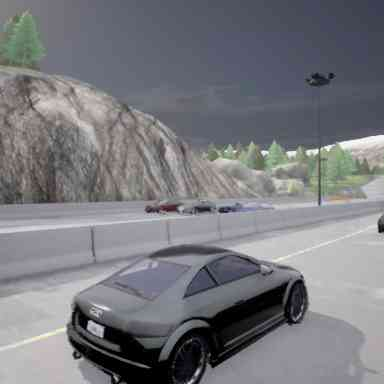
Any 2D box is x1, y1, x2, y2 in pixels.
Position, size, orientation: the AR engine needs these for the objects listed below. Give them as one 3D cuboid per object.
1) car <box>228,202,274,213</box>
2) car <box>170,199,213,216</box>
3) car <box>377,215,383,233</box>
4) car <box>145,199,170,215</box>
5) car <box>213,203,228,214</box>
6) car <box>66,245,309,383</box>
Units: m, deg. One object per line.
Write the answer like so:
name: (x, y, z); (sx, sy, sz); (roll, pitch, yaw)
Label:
car: (5.207, 1.528, 27.428); (1.812, 1.442, 4.674); (0, 0, 40)
car: (0.527, 1.488, 32.750); (2.128, 1.511, 4.902); (0, 0, 40)
car: (12.062, 1.574, 19.004); (1.994, 1.385, 4.181); (0, 0, 40)
car: (-2.641, 1.471, 34.428); (1.882, 1.535, 5.008); (0, 0, 40)
car: (4.463, 1.602, 31.979); (1.895, 1.301, 4.718); (0, 0, 40)
car: (0.224, 1.563, 5.353); (1.994, 1.385, 4.181); (0, 0, 42)
